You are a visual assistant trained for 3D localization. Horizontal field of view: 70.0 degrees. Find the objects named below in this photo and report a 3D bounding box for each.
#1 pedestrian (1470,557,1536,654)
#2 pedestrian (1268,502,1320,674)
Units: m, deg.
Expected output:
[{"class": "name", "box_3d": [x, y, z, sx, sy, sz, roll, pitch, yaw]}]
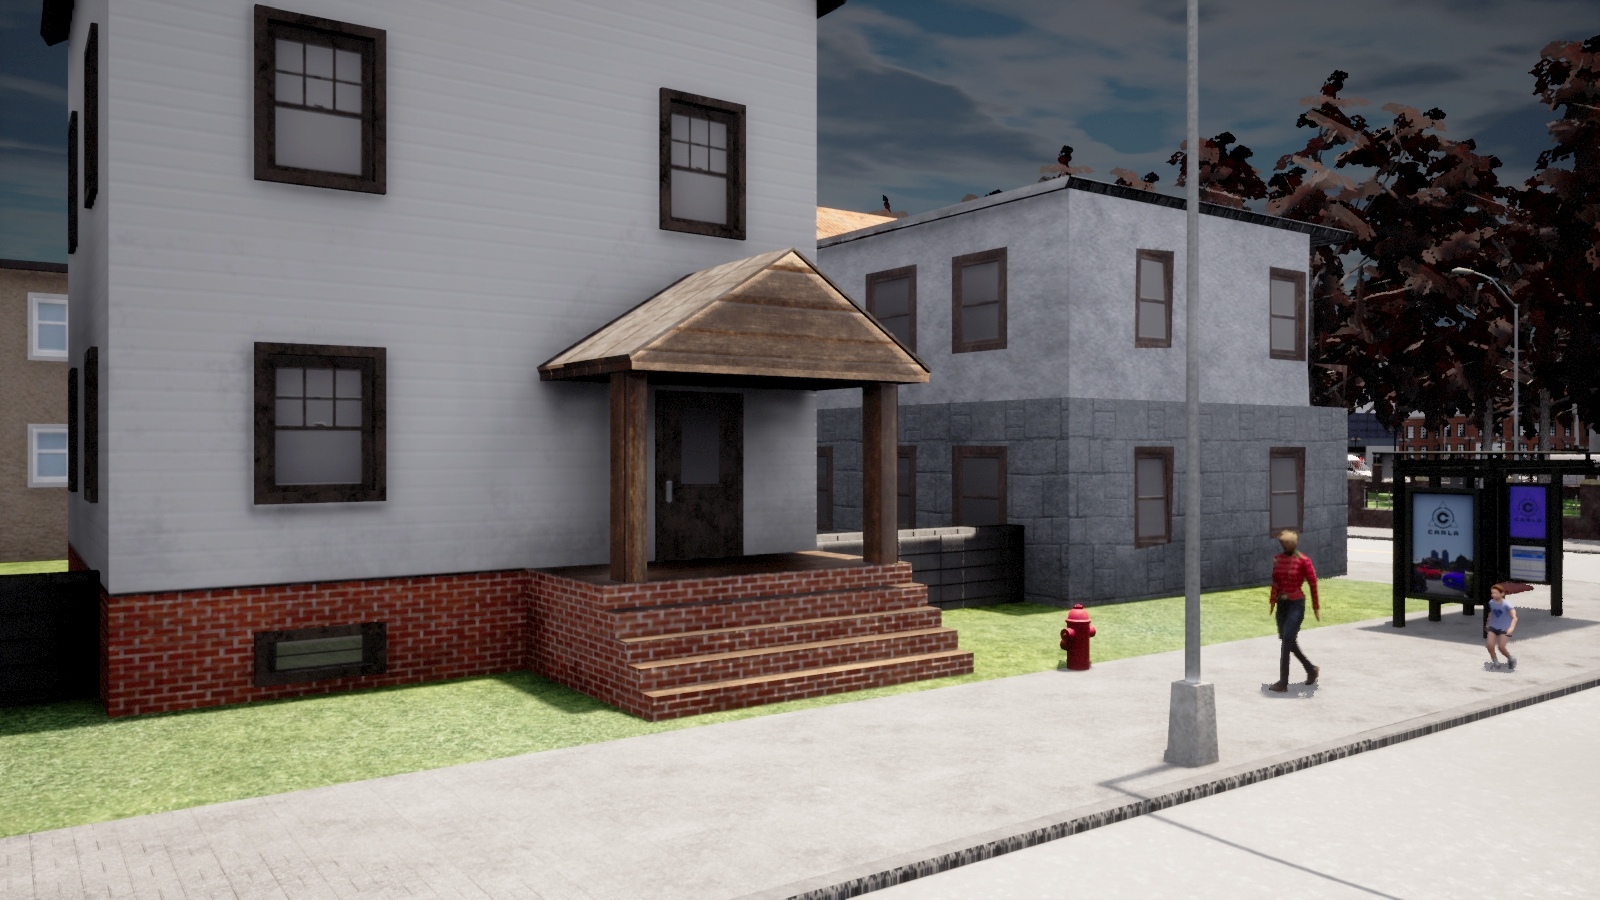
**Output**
[{"class": "pedestrian", "box_3d": [8.632, 1.897, 14.038, 0.500, 1.100, 0.500, 0, 0, -27]}, {"class": "pedestrian", "box_3d": [5.494, 1.517, 12.713, 0.375, 1.860, 0.375, 0, 0, -30]}]
